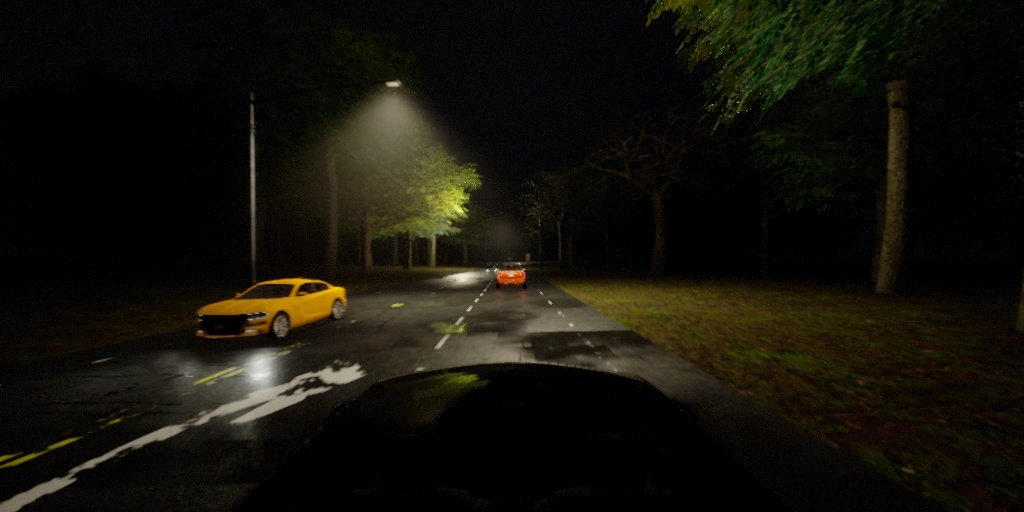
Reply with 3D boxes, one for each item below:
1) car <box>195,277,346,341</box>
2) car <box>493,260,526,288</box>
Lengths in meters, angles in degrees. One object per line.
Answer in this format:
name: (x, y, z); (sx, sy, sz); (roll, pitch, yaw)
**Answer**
car: (-6.996, 1.461, 11.041); (1.882, 1.535, 5.008); (-1, -1, 0)
car: (-0.071, 1.372, 26.766); (2.097, 1.767, 4.553); (-1, -1, 0)
